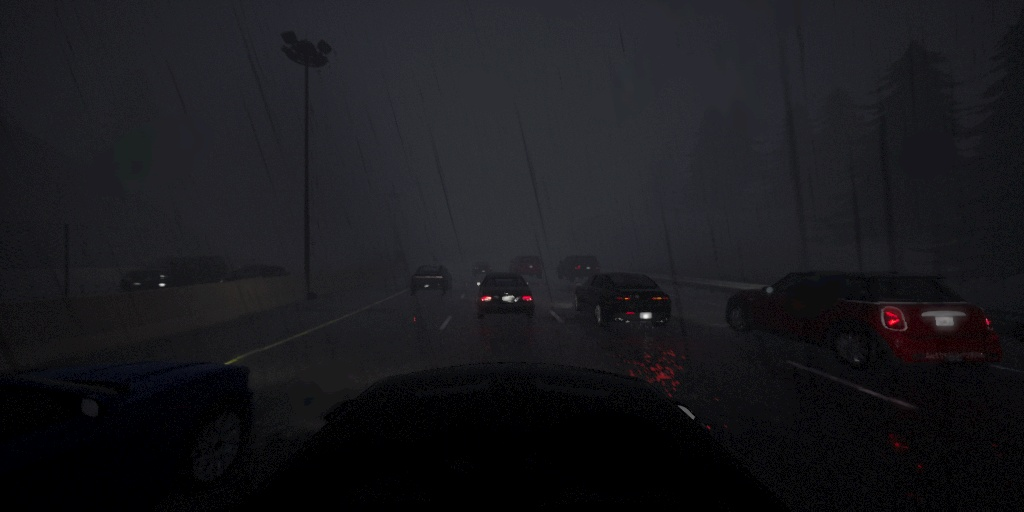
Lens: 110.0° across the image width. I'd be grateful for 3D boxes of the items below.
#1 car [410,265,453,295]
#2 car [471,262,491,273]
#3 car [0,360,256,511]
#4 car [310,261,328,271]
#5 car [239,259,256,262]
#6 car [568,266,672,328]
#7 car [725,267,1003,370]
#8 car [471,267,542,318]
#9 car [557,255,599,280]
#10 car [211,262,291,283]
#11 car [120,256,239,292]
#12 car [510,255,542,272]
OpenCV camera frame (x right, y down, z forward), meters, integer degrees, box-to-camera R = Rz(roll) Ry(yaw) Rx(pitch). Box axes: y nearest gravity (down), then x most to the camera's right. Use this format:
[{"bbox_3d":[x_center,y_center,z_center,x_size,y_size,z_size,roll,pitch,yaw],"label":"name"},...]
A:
[{"bbox_3d":[-4.371,1.251,19.858,2.128,1.511,4.902,0,0,-5],"label":"car"},{"bbox_3d":[-3.100,1.283,36.602,1.812,1.442,4.674,0,0,-10],"label":"car"},{"bbox_3d":[-3.469,1.235,1.509,1.882,1.535,5.008,0,0,0],"label":"car"},{"bbox_3d":[-27.777,1.356,51.400,2.033,1.411,5.357,0,0,-17],"label":"car"},{"bbox_3d":[-28.328,1.159,37.455,2.097,1.767,4.553,0,0,-11],"label":"car"},{"bbox_3d":[3.258,1.249,11.413,1.837,1.490,4.892,0,0,-2],"label":"car"},{"bbox_3d":[6.891,1.088,7.885,2.097,1.767,4.553,0,0,-2],"label":"car"},{"bbox_3d":[-0.303,1.298,13.012,2.033,1.411,5.357,0,0,-3],"label":"car"},{"bbox_3d":[5.214,0.962,28.720,2.150,2.045,5.566,0,0,-7],"label":"car"},{"bbox_3d":[-15.290,1.287,21.649,1.837,1.490,4.892,0,0,-6],"label":"car"},{"bbox_3d":[-18.650,1.010,20.338,2.150,2.045,5.566,0,0,-6],"label":"car"},{"bbox_3d":[1.185,0.970,32.232,2.150,2.045,5.566,0,0,-8],"label":"car"}]
